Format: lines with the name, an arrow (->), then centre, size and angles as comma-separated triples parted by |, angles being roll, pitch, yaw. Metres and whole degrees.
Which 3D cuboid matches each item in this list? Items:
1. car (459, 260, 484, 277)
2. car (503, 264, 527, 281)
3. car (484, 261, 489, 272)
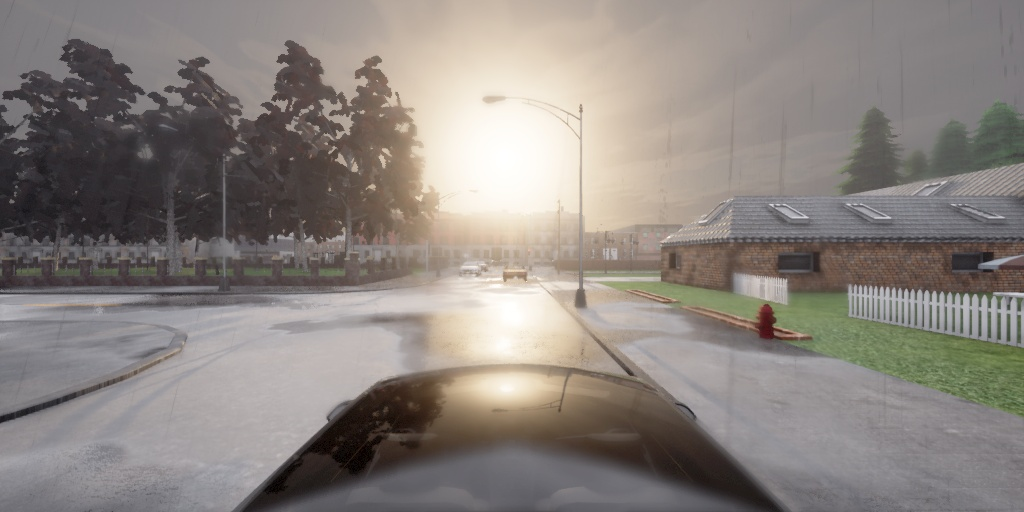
car -> -4.079, 1.276, 35.663 | 1.812, 1.442, 4.674 | 0, 0, 0
car -> 0.204, 1.351, 30.010 | 1.895, 1.301, 4.718 | 0, 0, -1
car -> -4.049, 1.276, 45.463 | 1.812, 1.442, 4.674 | 0, 0, 0
